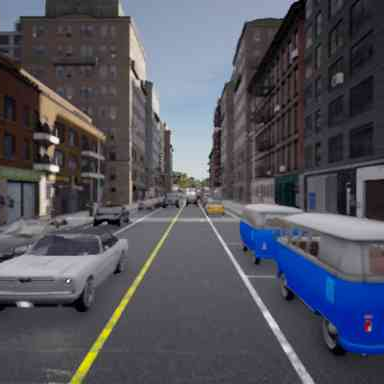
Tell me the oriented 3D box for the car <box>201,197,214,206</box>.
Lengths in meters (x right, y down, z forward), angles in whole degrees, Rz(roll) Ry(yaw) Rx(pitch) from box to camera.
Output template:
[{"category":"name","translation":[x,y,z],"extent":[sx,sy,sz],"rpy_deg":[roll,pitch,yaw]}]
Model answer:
[{"category":"car","translation":[2.629,1.544,56.967],"extent":[1.887,1.381,4.507],"rpy_deg":[0,0,0]}]

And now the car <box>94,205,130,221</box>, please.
[{"category":"car","translation":[-5.391,1.567,22.871],"extent":[1.947,1.339,4.313],"rpy_deg":[0,0,0]}]

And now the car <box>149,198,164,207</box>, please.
[{"category":"car","translation":[-5.395,1.566,51.283],"extent":[1.947,1.339,4.313],"rpy_deg":[0,0,0]}]

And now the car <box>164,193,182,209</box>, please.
[{"category":"car","translation":[-2.844,1.222,45.968],"extent":[2.150,2.045,5.566],"rpy_deg":[0,0,0]}]

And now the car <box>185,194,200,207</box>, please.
[{"category":"car","translation":[0.003,1.510,51.520],"extent":[1.837,1.490,4.892],"rpy_deg":[0,-1,0]}]

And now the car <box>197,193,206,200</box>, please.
[{"category":"car","translation":[2.687,1.308,95.387],"extent":[2.192,1.841,5.009],"rpy_deg":[0,0,0]}]

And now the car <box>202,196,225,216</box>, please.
[{"category":"car","translation":[2.221,1.458,32.932],"extent":[1.801,1.575,5.366],"rpy_deg":[0,0,0]}]

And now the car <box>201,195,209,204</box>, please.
[{"category":"car","translation":[2.631,1.545,45.602],"extent":[1.887,1.381,4.507],"rpy_deg":[0,0,0]}]

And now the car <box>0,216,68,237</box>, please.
[{"category":"car","translation":[-5.389,1.552,11.506],"extent":[2.008,1.369,4.403],"rpy_deg":[0,0,0]}]

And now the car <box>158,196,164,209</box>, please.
[{"category":"car","translation":[-5.394,1.545,45.601],"extent":[1.887,1.381,4.507],"rpy_deg":[0,0,0]}]

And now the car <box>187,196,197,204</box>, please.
[{"category":"car","translation":[0.007,1.511,64.173],"extent":[1.837,1.490,4.892],"rpy_deg":[0,0,0]}]

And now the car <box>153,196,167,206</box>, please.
[{"category":"car","translation":[-5.396,1.439,56.965],"extent":[1.967,1.590,4.097],"rpy_deg":[0,0,0]}]

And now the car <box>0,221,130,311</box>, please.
[{"category":"car","translation":[-2.844,1.602,7.852],"extent":[1.895,1.301,4.718],"rpy_deg":[0,0,0]}]

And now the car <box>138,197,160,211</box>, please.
[{"category":"car","translation":[-5.393,1.551,39.918],"extent":[2.008,1.369,4.403],"rpy_deg":[0,0,0]}]

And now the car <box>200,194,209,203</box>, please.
[{"category":"car","translation":[2.630,1.440,51.284],"extent":[1.967,1.590,4.097],"rpy_deg":[0,0,0]}]

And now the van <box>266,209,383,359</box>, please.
[{"category":"van","translation":[2.636,1.342,5.826],"extent":[1.690,1.788,3.998],"rpy_deg":[0,0,0]}]

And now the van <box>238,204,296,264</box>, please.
[{"category":"van","translation":[2.636,1.342,11.508],"extent":[1.690,1.788,3.998],"rpy_deg":[0,0,0]}]

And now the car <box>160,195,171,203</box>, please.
[{"category":"car","translation":[-5.397,1.437,68.329],"extent":[1.967,1.590,4.097],"rpy_deg":[0,0,0]}]
